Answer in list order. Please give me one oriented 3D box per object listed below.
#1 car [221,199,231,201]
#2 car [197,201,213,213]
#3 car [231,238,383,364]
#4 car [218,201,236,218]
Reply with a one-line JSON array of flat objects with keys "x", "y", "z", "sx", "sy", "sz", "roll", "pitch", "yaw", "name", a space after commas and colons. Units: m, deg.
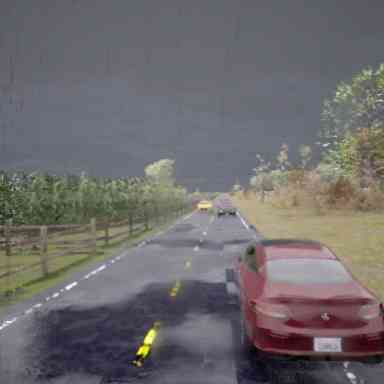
[{"x": 4.593, "y": 1.778, "z": 45.169, "sx": 2.097, "sy": 1.767, "sz": 4.553, "roll": -1, "pitch": -1, "yaw": 6, "name": "car"}, {"x": 1.736, "y": 1.954, "z": 44.235, "sx": 1.882, "sy": 1.535, "sz": 5.008, "roll": -1, "pitch": -1, "yaw": 6, "name": "car"}, {"x": 1.735, "y": 1.564, "z": 6.013, "sx": 1.812, "sy": 1.442, "sz": 4.674, "roll": -1, "pitch": -1, "yaw": 6, "name": "car"}, {"x": 3.667, "y": 1.934, "z": 34.860, "sx": 1.895, "sy": 1.301, "sz": 4.718, "roll": -1, "pitch": -1, "yaw": 6, "name": "car"}]
